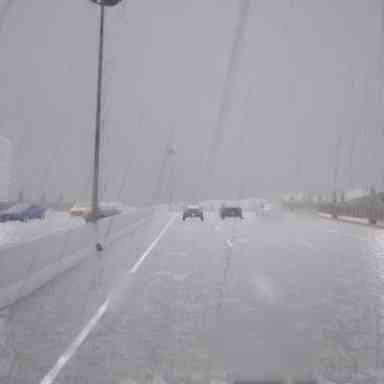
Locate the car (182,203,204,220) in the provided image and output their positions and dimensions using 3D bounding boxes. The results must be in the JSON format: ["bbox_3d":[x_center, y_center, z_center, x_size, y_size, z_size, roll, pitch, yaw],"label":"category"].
[{"bbox_3d":[0.100,1.784,30.787,1.812,1.442,4.674,0,0,0],"label":"car"}]

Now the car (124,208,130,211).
[{"bbox_3d":[-14.001,4.035,69.221,2.033,1.411,5.357,0,-7,0],"label":"car"}]

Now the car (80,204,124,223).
[{"bbox_3d":[-7.098,1.826,26.822,1.895,1.301,4.718,0,0,0],"label":"car"}]

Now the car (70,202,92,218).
[{"bbox_3d":[-10.591,1.756,33.248,1.882,1.535,5.008,0,0,0],"label":"car"}]

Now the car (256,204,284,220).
[{"bbox_3d":[7.099,1.781,30.465,1.812,1.442,4.674,0,0,0],"label":"car"}]

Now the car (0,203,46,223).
[{"bbox_3d":[-14.095,1.712,27.936,1.882,1.535,5.008,0,-1,0],"label":"car"}]

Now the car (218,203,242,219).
[{"bbox_3d":[3.599,1.743,31.715,1.882,1.535,5.008,0,0,0],"label":"car"}]
